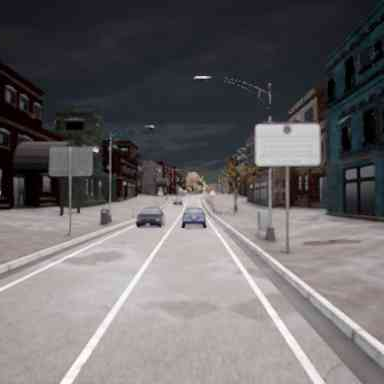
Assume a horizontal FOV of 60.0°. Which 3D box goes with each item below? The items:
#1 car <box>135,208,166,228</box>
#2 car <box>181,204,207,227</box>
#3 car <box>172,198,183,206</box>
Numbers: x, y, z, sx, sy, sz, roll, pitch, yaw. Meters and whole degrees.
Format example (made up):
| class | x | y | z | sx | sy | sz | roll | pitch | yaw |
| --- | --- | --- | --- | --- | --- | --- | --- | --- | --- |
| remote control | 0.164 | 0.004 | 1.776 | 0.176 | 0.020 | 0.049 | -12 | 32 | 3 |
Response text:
| class | x | y | z | sx | sy | sz | roll | pitch | yaw |
| --- | --- | --- | --- | --- | --- | --- | --- | --- | --- |
| car | -3.044 | 1.906 | 25.513 | 2.033 | 1.411 | 5.357 | 0 | -1 | 0 |
| car | 0.162 | 1.916 | 25.978 | 2.033 | 1.411 | 5.357 | 0 | -1 | 0 |
| car | -2.858 | 1.919 | 66.580 | 1.882 | 1.535 | 5.008 | 0 | 2 | 0 |
